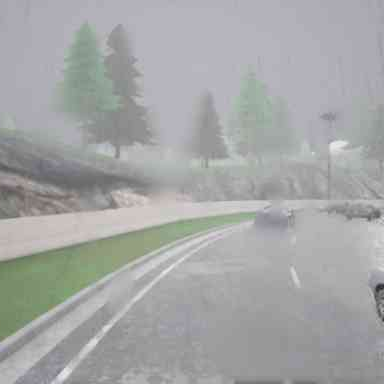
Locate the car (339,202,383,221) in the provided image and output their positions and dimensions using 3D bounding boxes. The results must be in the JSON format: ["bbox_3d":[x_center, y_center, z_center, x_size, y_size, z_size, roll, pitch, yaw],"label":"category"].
[{"bbox_3d":[14.739,1.669,28.425,2.033,1.411,5.357,0,0,41],"label":"car"}]

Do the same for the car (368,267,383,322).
[{"bbox_3d":[4.052,1.635,4.166,1.895,1.301,4.718,0,0,6],"label":"car"}]

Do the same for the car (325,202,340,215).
[{"bbox_3d":[15.878,1.731,34.823,4.718,1.301,1.895,0,0,-43],"label":"car"}]

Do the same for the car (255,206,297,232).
[{"bbox_3d":[5.247,1.567,20.663,1.812,1.442,4.674,0,0,26],"label":"car"}]
